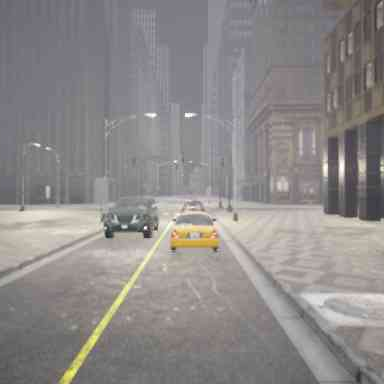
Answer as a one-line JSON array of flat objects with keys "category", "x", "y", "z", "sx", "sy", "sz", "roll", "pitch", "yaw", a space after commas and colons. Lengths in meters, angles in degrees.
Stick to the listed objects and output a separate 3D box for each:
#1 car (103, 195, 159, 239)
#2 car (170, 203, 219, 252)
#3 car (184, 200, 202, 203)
[{"category": "car", "x": -3.011, "y": 1.195, "z": 17.614, "sx": 2.150, "sy": 2.045, "sz": 5.566, "roll": 0, "pitch": 0, "yaw": 0}, {"category": "car", "x": 0.093, "y": 1.442, "z": 13.835, "sx": 1.801, "sy": 1.575, "sz": 5.366, "roll": 0, "pitch": 0, "yaw": 0}, {"category": "car", "x": 0.090, "y": 1.422, "z": 26.034, "sx": 2.033, "sy": 1.649, "sz": 4.856, "roll": 0, "pitch": 0, "yaw": 0}]
